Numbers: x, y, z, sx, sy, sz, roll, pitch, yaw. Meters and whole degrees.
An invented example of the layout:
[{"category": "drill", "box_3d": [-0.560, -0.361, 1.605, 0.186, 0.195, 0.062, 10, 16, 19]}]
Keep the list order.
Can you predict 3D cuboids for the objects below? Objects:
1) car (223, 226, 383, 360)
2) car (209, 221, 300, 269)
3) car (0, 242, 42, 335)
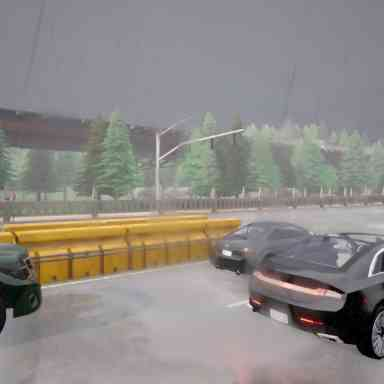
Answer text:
[{"category": "car", "box_3d": [3.157, 1.492, 5.985, 4.902, 1.511, 2.128, 0, 0, -36]}, {"category": "car", "box_3d": [2.547, 1.564, 9.846, 4.181, 1.385, 1.994, 0, 0, -36]}, {"category": "car", "box_3d": [-5.079, 1.221, 4.429, 5.566, 2.045, 2.150, 0, 0, -35]}]
